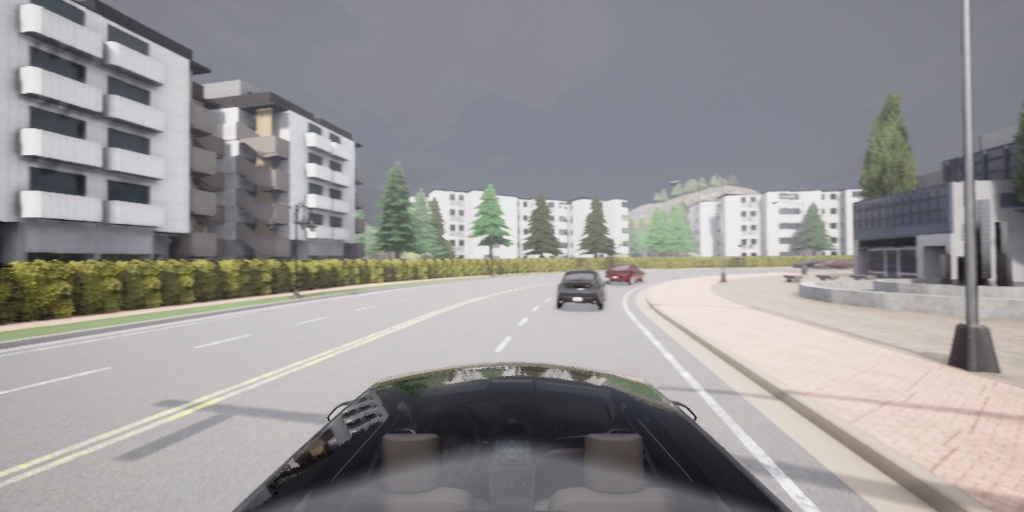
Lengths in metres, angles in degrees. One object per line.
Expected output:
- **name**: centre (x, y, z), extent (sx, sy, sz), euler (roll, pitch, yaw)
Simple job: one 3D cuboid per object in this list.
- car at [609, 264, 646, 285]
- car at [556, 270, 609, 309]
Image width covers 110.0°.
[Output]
- **car**: centre (8.793, 1.358, 27.586), extent (1.882, 1.535, 5.008), euler (-1, 0, 36)
- **car**: centre (3.080, 1.343, 15.549), extent (1.837, 1.490, 4.892), euler (-1, 0, 16)
